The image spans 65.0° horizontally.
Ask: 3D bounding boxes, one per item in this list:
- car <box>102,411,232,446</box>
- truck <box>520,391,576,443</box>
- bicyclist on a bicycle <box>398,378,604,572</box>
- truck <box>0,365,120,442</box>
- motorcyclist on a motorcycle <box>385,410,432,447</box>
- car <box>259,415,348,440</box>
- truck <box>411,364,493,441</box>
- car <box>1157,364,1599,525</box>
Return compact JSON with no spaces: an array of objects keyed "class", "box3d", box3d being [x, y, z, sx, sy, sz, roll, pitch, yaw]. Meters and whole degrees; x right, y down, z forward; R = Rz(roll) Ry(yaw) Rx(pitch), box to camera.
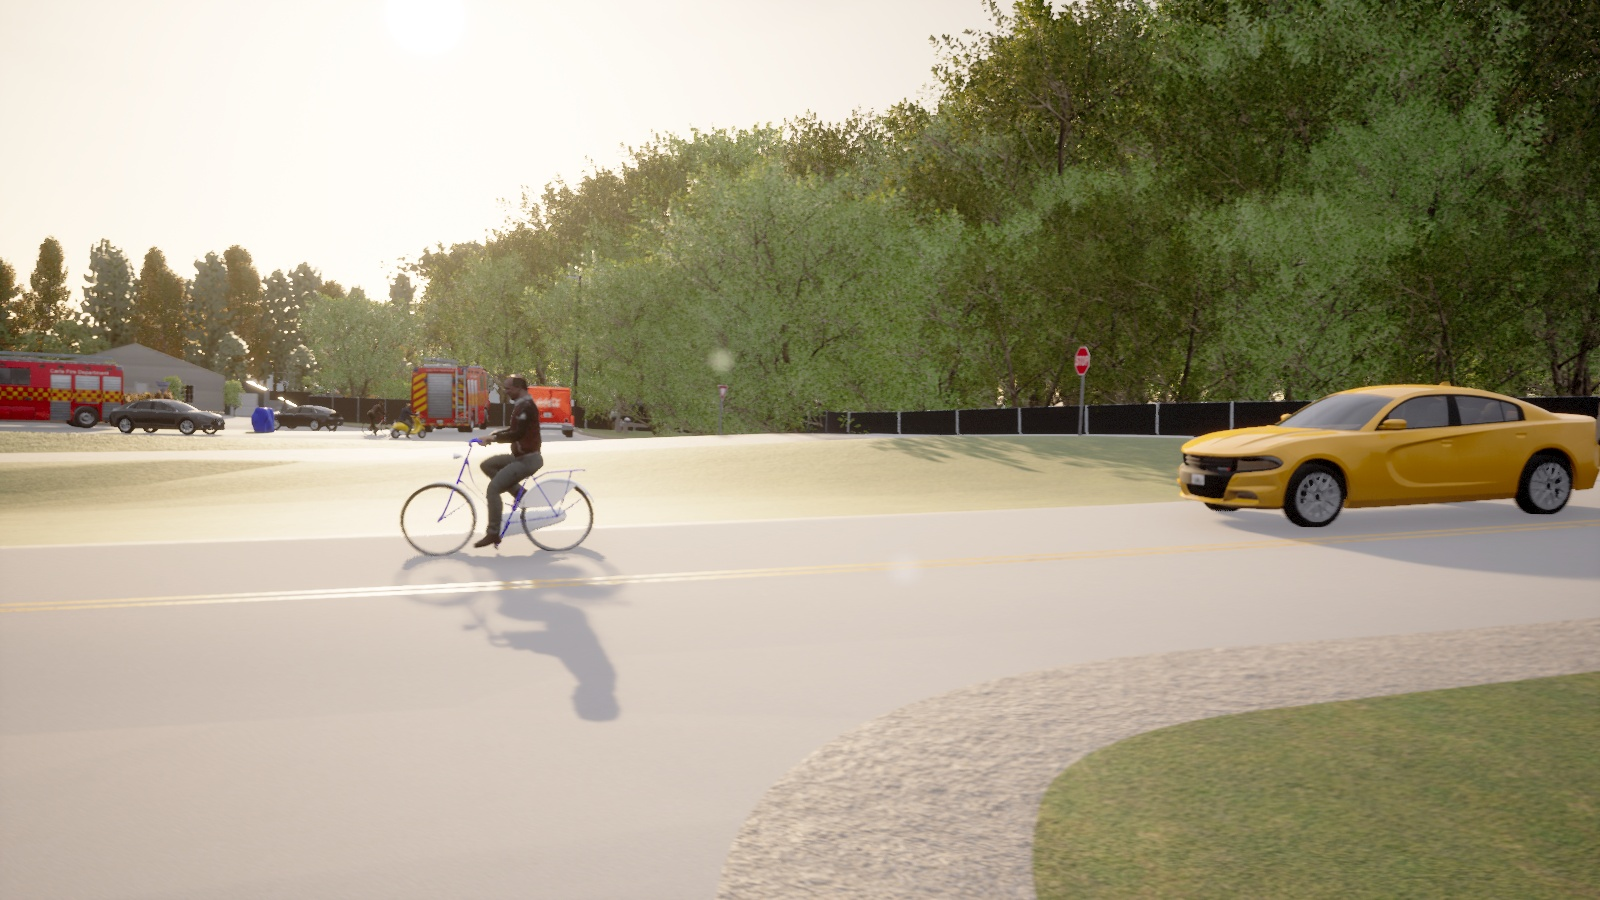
[{"class":"car","box3d":[-27.652,-0.935,54.920,4.892,1.490,1.837,0,1,8]},{"class":"truck","box3d":[-12.707,-1.717,63.517,2.627,2.467,5.204,1,3,-10]},{"class":"bicyclist on a bicycle","box3d":[-2.885,0.201,12.156,1.843,1.776,0.659,-1,3,-16]},{"class":"truck","box3d":[-39.951,-2.371,64.454,8.468,3.827,2.891,-1,3,-40]},{"class":"motorcyclist on a motorcycle","box3d":[-17.509,-0.977,56.142,0.866,1.590,1.817,4,4,43]},{"class":"car","box3d":[-30.418,-1.406,76.970,4.892,1.490,1.837,1,3,15]},{"class":"truck","box3d":[-18.604,-2.601,67.612,2.891,3.827,8.468,-1,3,-6]},{"class":"car","box3d":[6.955,-0.148,14.802,5.008,1.535,1.882,-3,4,-15]}]
